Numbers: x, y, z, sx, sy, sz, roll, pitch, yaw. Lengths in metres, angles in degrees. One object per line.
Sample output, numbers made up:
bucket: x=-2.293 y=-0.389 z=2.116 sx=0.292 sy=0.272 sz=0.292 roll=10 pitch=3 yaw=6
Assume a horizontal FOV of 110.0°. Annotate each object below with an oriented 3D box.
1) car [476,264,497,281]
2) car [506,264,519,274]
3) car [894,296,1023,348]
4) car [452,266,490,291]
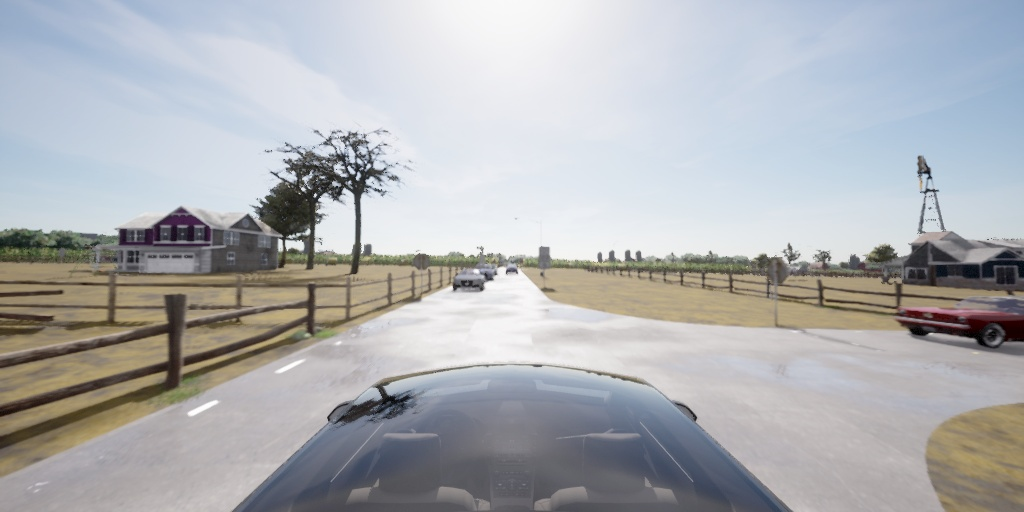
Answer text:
car: x=-2.860 y=1.540 z=35.431 sx=2.097 sy=1.767 sz=4.553 roll=0 pitch=-1 yaw=0
car: x=-0.023 y=2.001 z=54.376 sx=1.812 sy=1.442 sz=4.674 roll=0 pitch=-1 yaw=0
car: x=14.018 y=1.808 z=10.205 sx=4.718 sy=1.301 sz=1.895 roll=1 pitch=-2 yaw=0
car: x=-2.860 y=1.603 z=24.771 sx=1.994 sy=1.385 sz=4.181 roll=0 pitch=-1 yaw=0
